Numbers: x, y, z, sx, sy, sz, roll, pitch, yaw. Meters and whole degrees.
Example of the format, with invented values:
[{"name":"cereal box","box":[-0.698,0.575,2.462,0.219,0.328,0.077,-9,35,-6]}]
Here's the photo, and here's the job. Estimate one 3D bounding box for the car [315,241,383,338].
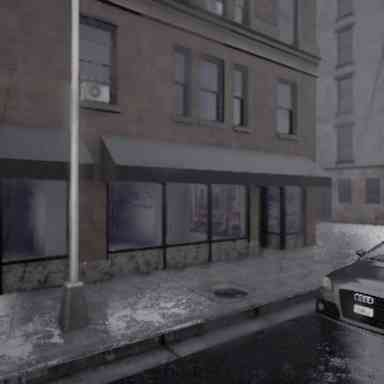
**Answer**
[{"name":"car","box":[4.156,1.575,6.087,4.181,1.385,1.994,0,0,-36]}]
